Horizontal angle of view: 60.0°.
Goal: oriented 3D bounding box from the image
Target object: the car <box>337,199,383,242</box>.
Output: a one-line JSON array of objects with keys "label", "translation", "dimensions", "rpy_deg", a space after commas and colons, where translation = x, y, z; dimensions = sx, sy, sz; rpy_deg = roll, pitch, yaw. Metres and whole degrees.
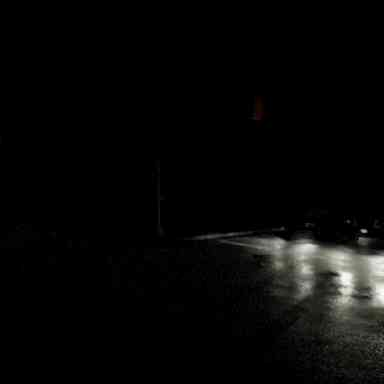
[{"label": "car", "translation": [9.643, 1.371, 16.280], "dimensions": [5.566, 2.045, 2.150], "rpy_deg": [1, 0, -39]}]

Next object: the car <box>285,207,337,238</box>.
[{"label": "car", "translation": [7.234, 1.632, 18.826], "dimensions": [5.008, 1.535, 1.882], "rpy_deg": [1, 0, -40]}]

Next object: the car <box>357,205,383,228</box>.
[{"label": "car", "translation": [14.680, 1.780, 25.239], "dimensions": [5.357, 1.411, 2.033], "rpy_deg": [1, -1, -41]}]
